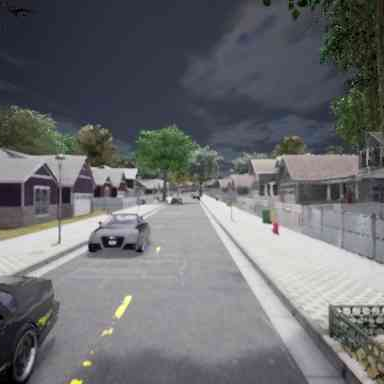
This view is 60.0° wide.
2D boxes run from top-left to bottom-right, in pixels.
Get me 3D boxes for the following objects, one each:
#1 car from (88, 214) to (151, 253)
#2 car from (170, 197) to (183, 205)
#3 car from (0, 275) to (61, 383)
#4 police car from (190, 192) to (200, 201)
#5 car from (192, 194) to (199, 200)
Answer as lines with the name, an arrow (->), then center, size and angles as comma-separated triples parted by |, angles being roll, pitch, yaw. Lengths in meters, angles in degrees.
car -> -2.816, 1.596, 13.689 | 1.994, 1.385, 4.181 | 0, 0, -1
car -> -2.650, 1.506, 57.723 | 1.994, 1.385, 4.181 | 0, 0, 1
car -> -2.846, 1.554, 2.600 | 2.033, 1.411, 5.357 | 0, 0, 0
police car -> 1.026, 1.252, 79.828 | 1.930, 1.638, 5.238 | 0, 0, 0
car -> 1.051, 1.273, 89.721 | 1.837, 1.490, 4.892 | 0, 0, 0
